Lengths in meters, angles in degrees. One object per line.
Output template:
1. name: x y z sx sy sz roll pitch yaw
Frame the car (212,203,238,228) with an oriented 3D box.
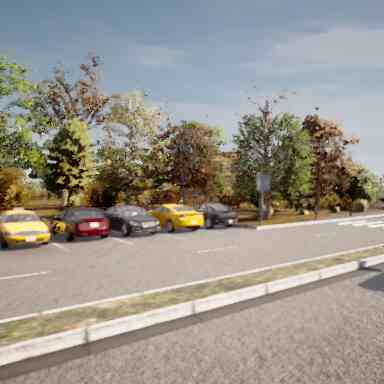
1. car: 0.924 1.485 21.914 2.231 1.521 4.892 0 0 -36

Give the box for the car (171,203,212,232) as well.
1. car: -1.318 1.499 20.312 2.097 1.535 5.008 0 0 -36

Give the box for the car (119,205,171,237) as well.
1. car: -3.564 1.513 18.720 2.231 1.521 4.892 0 0 -36

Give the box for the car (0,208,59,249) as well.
1. car: -7.935 1.527 15.358 1.946 1.575 5.366 0 0 -36

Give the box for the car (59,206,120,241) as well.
1. car: -5.814 1.554 17.138 2.163 1.488 4.792 0 0 -36
